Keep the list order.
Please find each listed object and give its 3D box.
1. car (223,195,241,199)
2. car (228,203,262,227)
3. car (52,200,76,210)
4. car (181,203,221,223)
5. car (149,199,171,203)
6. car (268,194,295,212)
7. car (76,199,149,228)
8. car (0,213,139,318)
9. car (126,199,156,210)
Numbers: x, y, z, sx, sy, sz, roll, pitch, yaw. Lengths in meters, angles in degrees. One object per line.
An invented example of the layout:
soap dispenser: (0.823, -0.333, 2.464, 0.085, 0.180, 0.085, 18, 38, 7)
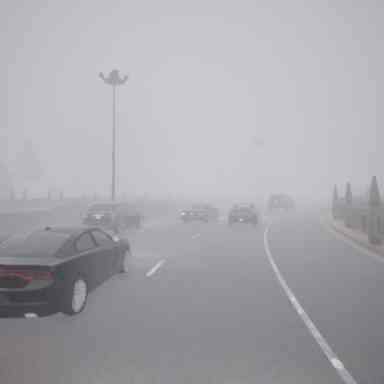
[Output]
car: (8.668, 1.350, 72.365, 2.097, 1.767, 4.553, 0, 0, 42)
car: (3.721, 1.501, 22.963, 2.128, 1.511, 4.902, 0, 0, 16)
car: (-13.615, 1.602, 37.485, 1.994, 1.385, 4.181, 0, 0, 22)
car: (0.754, 1.558, 25.433, 2.033, 1.411, 5.357, 0, 0, 18)
car: (-3.908, 1.613, 42.204, 1.994, 1.385, 4.181, 0, 0, 26)
car: (10.743, 1.244, 39.833, 2.150, 2.045, 5.566, 0, 0, 29)
car: (-4.436, 1.354, 19.377, 2.097, 1.767, 4.553, 0, 0, 12)
car: (-2.849, 1.472, 7.571, 1.882, 1.535, 5.008, 0, 0, 5)
car: (-6.754, 1.622, 44.357, 1.994, 1.385, 4.181, 0, 0, 27)
